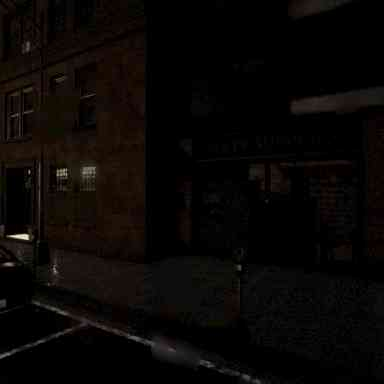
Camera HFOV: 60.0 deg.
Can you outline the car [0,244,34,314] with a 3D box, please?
[{"bbox_3d":[-4.837,1.551,6.518,4.403,1.369,2.008,0,0,35],"label":"car"}]
